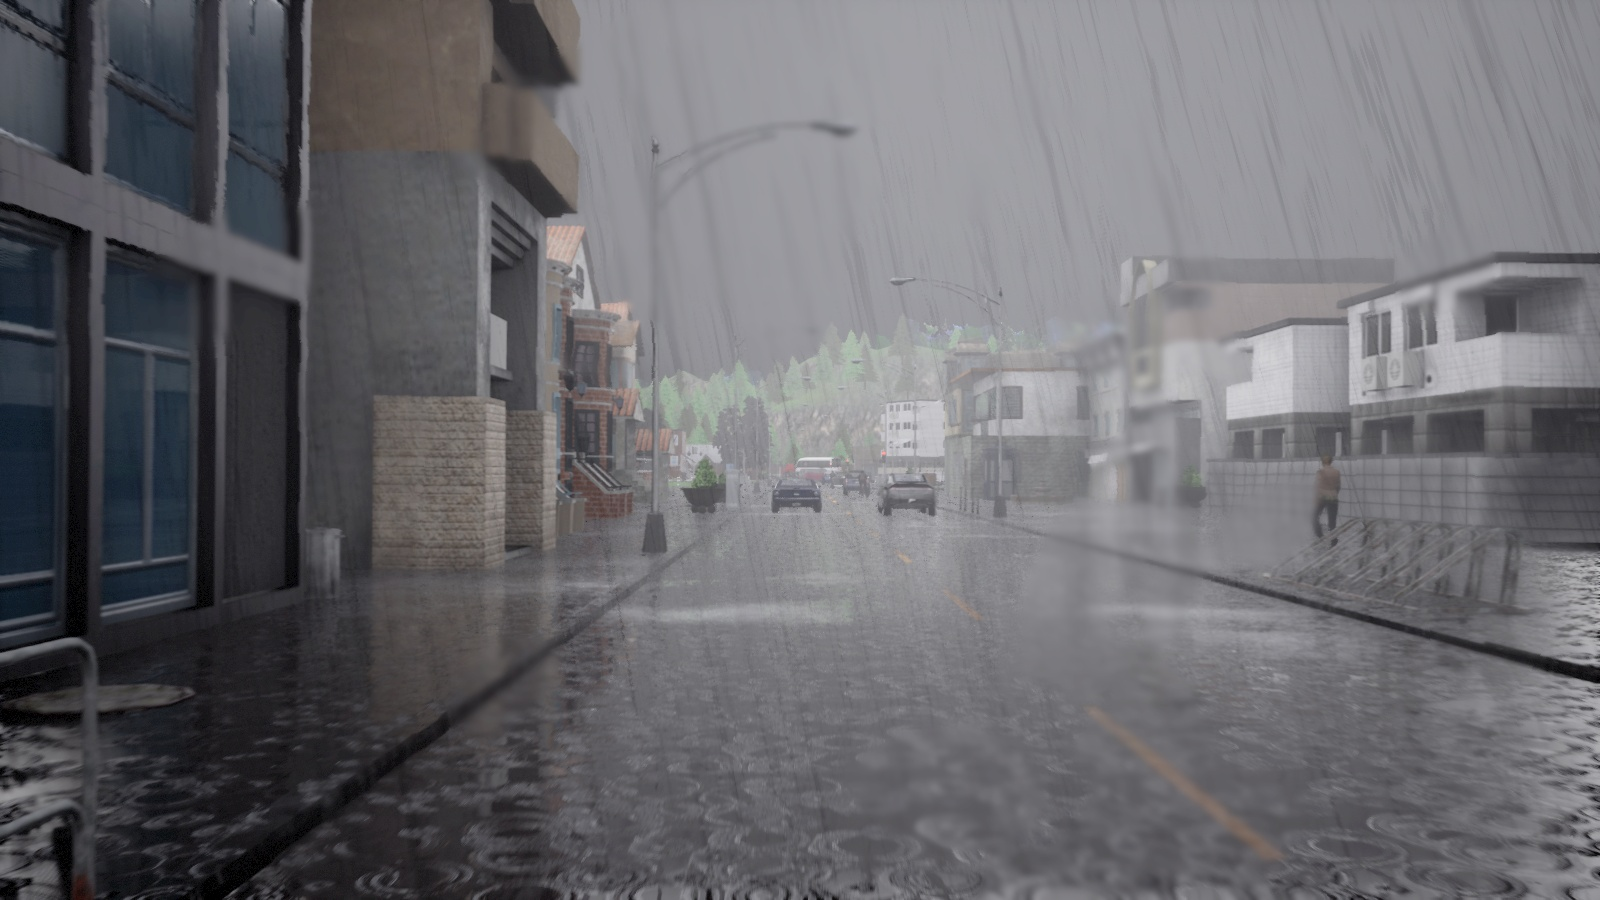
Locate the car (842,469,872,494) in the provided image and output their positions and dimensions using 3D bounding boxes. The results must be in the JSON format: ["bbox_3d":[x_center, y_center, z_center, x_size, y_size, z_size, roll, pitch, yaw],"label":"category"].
[{"bbox_3d":[3.784,2.111,84.432,1.851,1.617,3.988,0,-1,0],"label":"car"}]

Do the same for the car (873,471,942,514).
[{"bbox_3d":[3.886,1.530,46.256,2.128,1.511,4.902,0,-1,0],"label":"car"}]

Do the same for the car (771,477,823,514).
[{"bbox_3d":[-0.119,1.728,48.506,1.895,1.301,4.718,0,-1,0],"label":"car"}]
